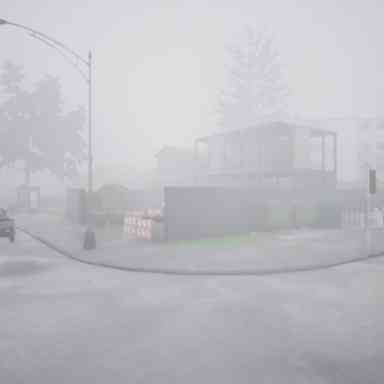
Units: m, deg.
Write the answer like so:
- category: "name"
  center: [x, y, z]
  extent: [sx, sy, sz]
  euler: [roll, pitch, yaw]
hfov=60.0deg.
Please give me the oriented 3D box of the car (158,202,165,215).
- category: "car"
  center: [-0.451, 0.982, 23.510]
  extent: [3.866, 1.878, 1.905]
  euler: [0, 0, 0]

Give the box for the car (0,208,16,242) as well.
- category: "car"
  center: [-9.548, 1.492, 15.580]
  extent: [2.128, 1.511, 4.902]
  euler: [0, 0, -36]
